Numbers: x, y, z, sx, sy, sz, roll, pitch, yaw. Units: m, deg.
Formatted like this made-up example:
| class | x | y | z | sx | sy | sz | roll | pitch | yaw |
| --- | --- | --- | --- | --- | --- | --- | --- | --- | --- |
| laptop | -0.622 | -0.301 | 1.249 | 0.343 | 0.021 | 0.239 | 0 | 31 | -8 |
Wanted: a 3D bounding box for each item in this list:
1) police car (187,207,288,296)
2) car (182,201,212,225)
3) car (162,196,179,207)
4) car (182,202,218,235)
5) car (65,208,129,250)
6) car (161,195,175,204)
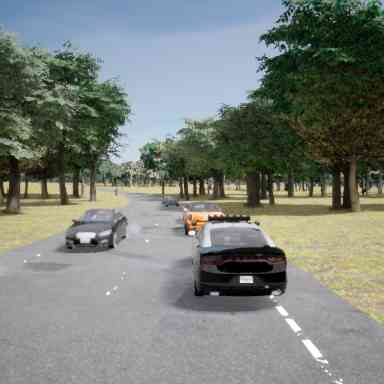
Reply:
| class | x | y | z | sx | sy | sz | roll | pitch | yaw |
| --- | --- | --- | --- | --- | --- | --- | --- | --- | --- |
| police car | 0.950 | 1.416 | 8.757 | 1.930 | 1.638 | 5.238 | 0 | 0 | -1 |
| car | 0.275 | 1.478 | 24.743 | 1.812 | 1.442 | 4.674 | 0 | 0 | -4 |
| car | -2.941 | 1.408 | 48.595 | 2.033 | 1.411 | 5.357 | 0 | 0 | -6 |
| car | 0.602 | 1.321 | 18.680 | 2.097 | 1.767 | 4.553 | 0 | 0 | -3 |
| car | -3.913 | 1.476 | 14.365 | 2.128 | 1.511 | 4.902 | 0 | 0 | -2 |
| car | -4.261 | 1.349 | 58.819 | 2.033 | 1.411 | 5.357 | 0 | 0 | -9 |
